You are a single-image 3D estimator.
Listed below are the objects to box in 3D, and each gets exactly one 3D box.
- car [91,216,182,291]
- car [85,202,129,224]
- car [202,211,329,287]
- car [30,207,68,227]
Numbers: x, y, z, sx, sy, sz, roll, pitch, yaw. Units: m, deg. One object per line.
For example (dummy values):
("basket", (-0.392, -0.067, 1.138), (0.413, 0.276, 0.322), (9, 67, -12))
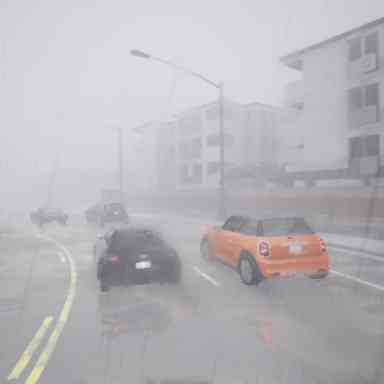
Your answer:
("car", (-1.687, 1.616, 9.366), (1.994, 1.385, 4.181), (-1, 0, -18))
("car", (-6.391, 1.515, 24.720), (2.097, 1.767, 4.553), (-1, 0, -34))
("car", (1.820, 1.361, 9.752), (2.097, 1.767, 4.553), (-1, 0, -16))
("car", (-10.939, 1.823, 25.244), (1.895, 1.301, 4.718), (-1, 0, -35))
